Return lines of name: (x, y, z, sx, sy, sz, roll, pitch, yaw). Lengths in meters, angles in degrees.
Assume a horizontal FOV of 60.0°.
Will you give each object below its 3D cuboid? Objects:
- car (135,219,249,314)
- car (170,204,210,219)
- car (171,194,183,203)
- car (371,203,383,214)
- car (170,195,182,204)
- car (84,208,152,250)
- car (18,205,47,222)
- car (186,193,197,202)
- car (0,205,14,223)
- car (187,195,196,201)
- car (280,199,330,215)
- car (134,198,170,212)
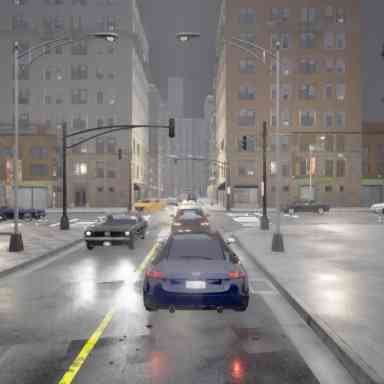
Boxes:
car: (0.084, 1.564, 7.725, 1.994, 1.385, 4.181, 0, 0, 0)
car: (-0.085, 1.525, 16.469, 1.812, 1.442, 4.674, 0, 0, -1)
car: (-3.059, 1.392, 68.359, 2.097, 1.767, 4.553, 0, 0, 0)
car: (20.423, 1.439, 33.289, 4.674, 1.442, 1.812, 0, 0, -1)
car: (-3.097, 1.572, 52.730, 2.033, 1.411, 5.357, 0, 0, 0)
car: (-3.099, 1.601, 14.404, 1.895, 1.301, 4.718, 0, 0, 0)
car: (-14.150, 1.648, 26.379, 4.718, 1.301, 1.895, 0, 0, 0)
car: (-0.070, 1.274, 76.236, 2.150, 2.045, 5.566, 0, 0, 0)
car: (-15.221, 1.615, 23.124, 4.181, 1.385, 1.994, 0, 0, 0)
car: (-0.103, 1.583, 86.624, 2.128, 1.511, 4.902, 0, 0, 0)
car: (11.161, 1.450, 33.236, 4.892, 1.490, 1.837, 0, 0, 0)
car: (-4.566, 1.487, 36.673, 1.882, 1.535, 5.008, 0, 0, 21)
